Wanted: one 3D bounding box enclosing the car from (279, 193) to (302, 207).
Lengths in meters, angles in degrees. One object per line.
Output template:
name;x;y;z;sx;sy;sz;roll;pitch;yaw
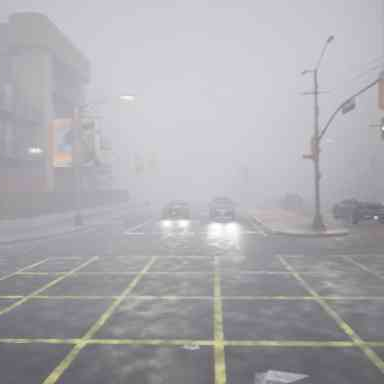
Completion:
car;11.286;0.890;38.269;2.128;1.511;4.902;-1;1;4

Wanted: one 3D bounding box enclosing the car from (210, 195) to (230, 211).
car;2.909;1.102;34.715;1.837;1.490;4.892;-1;1;4

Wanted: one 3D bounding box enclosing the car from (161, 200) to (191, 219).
car;-1.171;1.324;26.156;1.994;1.385;4.181;-1;1;4

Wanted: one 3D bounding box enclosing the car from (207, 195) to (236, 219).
car;2.266;1.193;25.270;2.128;1.511;4.902;-1;1;4

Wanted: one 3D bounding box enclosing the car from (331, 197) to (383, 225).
car;10.082;1.100;20.368;1.837;1.490;4.892;-1;0;4
